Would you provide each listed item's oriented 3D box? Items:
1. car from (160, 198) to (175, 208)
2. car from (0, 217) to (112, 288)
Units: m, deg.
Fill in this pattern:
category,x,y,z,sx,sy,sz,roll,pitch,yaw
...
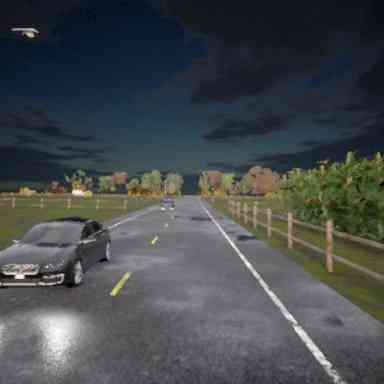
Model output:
category,x,y,z,sx,sy,sz,roll,pitch,yaw
car,-3.579,1.601,49.582,2.033,1.411,5.357,0,0,0
car,-3.600,1.515,9.381,1.837,1.490,4.892,0,0,0
